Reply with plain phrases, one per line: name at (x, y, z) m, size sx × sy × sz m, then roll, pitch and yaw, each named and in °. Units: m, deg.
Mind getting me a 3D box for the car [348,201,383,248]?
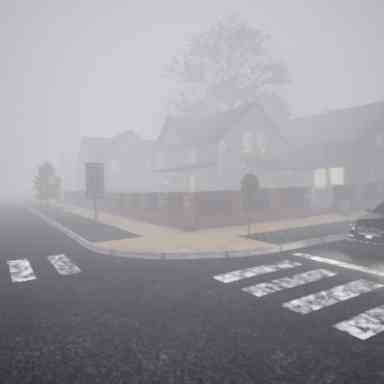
car at (7.004, 0.926, 10.656) m, size 4.892 × 1.490 × 1.837 m, roll -2°, pitch 3°, yaw -33°
